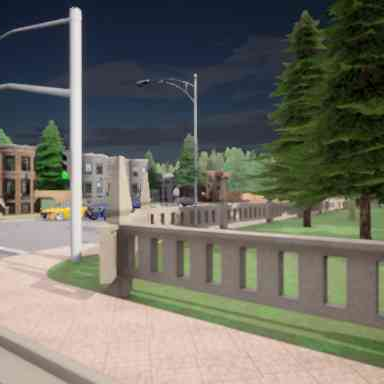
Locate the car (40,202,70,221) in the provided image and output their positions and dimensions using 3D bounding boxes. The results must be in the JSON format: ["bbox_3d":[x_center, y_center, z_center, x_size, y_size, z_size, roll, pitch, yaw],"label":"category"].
[{"bbox_3d":[-10.338,1.581,28.349,1.882,1.535,5.008,0,0,36],"label":"car"}]

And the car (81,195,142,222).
[{"bbox_3d":[-6.281,1.309,27.996,2.150,2.045,5.566,0,0,36],"label":"car"}]

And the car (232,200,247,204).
[{"bbox_3d":[5.141,1.557,31.793,1.882,1.535,5.008,0,0,36],"label":"car"}]
